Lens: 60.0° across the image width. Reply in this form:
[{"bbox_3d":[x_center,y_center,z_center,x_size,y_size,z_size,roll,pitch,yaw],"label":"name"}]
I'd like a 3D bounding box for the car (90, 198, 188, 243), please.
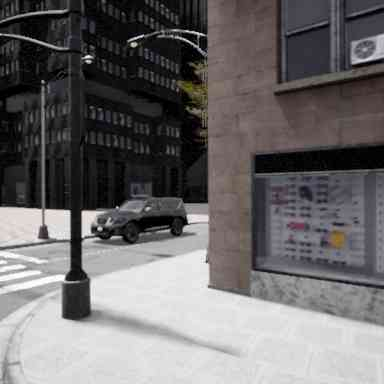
[{"bbox_3d":[-2.482,1.321,17.194,2.150,2.045,5.566,0,0,37],"label":"car"}]
